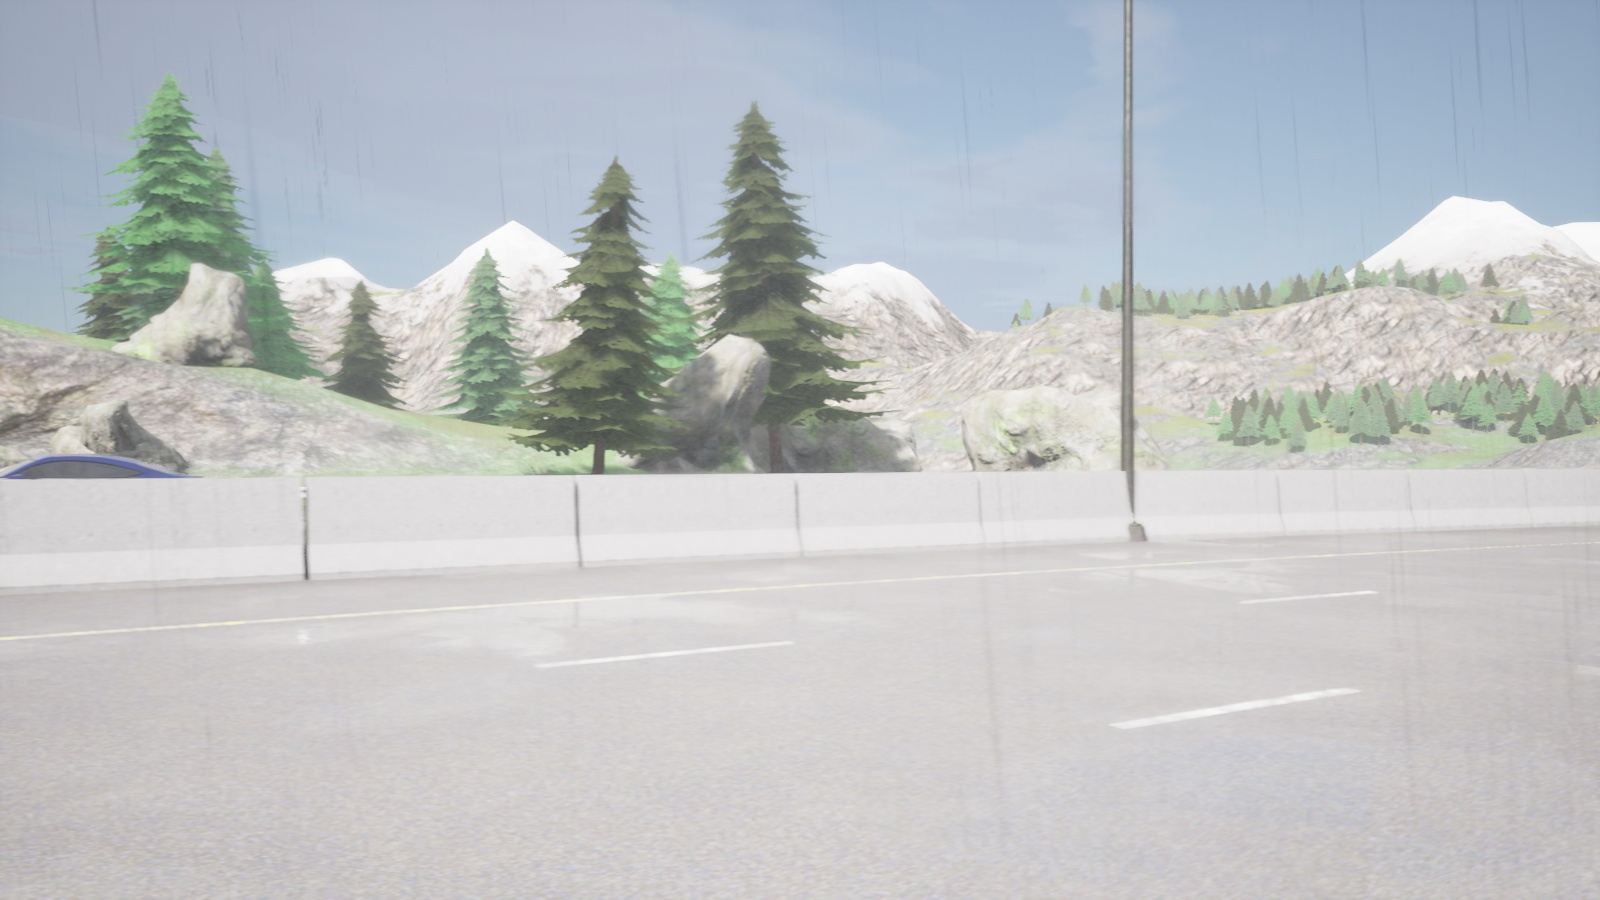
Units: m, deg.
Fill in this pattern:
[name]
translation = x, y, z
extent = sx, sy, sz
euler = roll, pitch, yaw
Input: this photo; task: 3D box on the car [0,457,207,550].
[car]
translation = -12.425, 0.838, 20.601
extent = 4.674, 1.442, 1.812
euler = 0, 0, -34
